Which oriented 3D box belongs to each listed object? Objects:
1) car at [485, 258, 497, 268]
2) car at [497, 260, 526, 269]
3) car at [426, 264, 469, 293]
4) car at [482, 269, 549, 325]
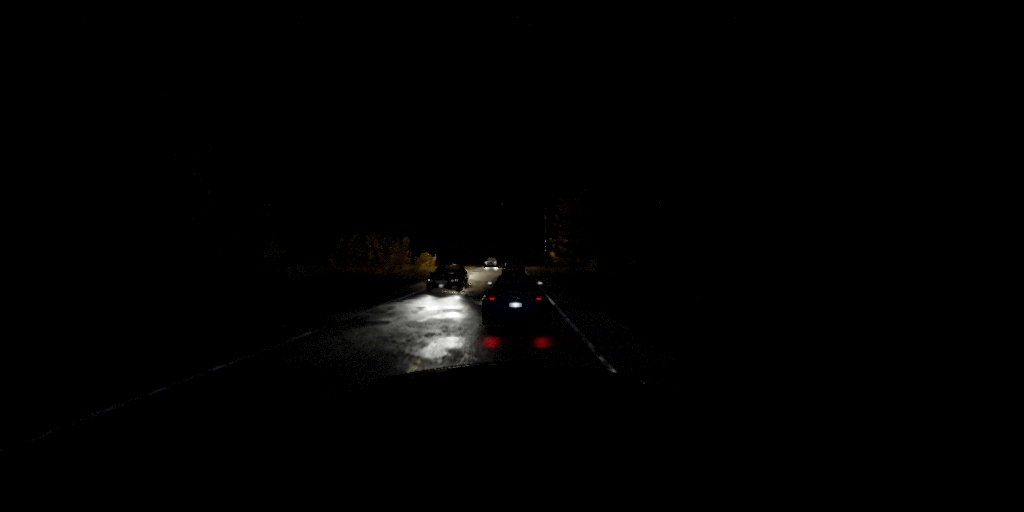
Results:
[{"bbox_3d":[-3.531,1.084,61.860,2.097,1.767,4.553,0,0,1],"label":"car"},{"bbox_3d":[0.101,1.238,29.494,2.128,1.511,4.902,0,0,0],"label":"car"},{"bbox_3d":[-3.598,1.240,20.665,2.128,1.511,4.902,0,0,0],"label":"car"},{"bbox_3d":[0.100,1.313,11.852,1.994,1.385,4.181,0,0,0],"label":"car"}]
